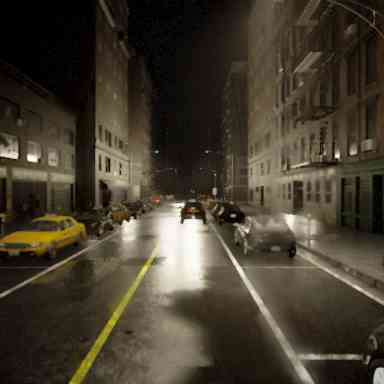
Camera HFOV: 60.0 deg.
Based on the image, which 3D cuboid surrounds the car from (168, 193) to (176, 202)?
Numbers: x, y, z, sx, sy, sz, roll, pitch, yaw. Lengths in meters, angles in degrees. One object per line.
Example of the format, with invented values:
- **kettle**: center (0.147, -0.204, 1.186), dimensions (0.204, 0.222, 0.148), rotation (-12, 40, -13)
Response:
- **car**: center (-5.393, 1.509, 76.986), dimensions (2.008, 1.369, 4.403), rotation (0, 0, 0)

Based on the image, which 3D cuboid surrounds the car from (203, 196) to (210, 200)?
- **car**: center (2.634, 1.514, 39.859), dimensions (1.752, 1.417, 4.829), rotation (0, 0, 0)

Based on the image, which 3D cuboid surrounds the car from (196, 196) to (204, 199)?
- **car**: center (0.096, 1.550, 42.366), dimensions (1.994, 1.385, 4.181), rotation (0, 0, 0)

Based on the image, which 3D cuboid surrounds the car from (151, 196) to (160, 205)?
- **car**: center (-5.391, 1.539, 39.697), dimensions (2.008, 1.369, 4.403), rotation (0, 0, 0)

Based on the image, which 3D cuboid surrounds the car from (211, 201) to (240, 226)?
- **car**: center (2.635, 1.562, 23.450), dimensions (1.947, 1.339, 4.313), rotation (0, 0, 0)

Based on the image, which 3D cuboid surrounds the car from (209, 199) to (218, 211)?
- **car**: center (2.635, 1.561, 28.863), dimensions (1.947, 1.339, 4.313), rotation (0, 0, 0)

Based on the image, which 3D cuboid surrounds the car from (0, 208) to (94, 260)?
- **car**: center (-5.389, 1.523, 12.463), dimensions (1.752, 1.417, 4.829), rotation (0, 0, 0)

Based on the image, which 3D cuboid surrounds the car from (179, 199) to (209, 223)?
- **car**: center (0.095, 1.500, 25.354), dimensions (1.837, 1.490, 4.892), rotation (0, 0, 0)

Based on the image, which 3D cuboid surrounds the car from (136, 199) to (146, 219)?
- **car**: center (-5.390, 1.577, 28.871), dimensions (1.802, 1.307, 4.206), rotation (0, 0, 0)

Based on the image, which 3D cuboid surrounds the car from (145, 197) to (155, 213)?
- **car**: center (-5.390, 1.543, 34.284), dimensions (2.008, 1.369, 4.403), rotation (0, 0, 0)

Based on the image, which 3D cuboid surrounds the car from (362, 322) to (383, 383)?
- **car**: center (2.637, 1.551, 1.800), dimensions (2.008, 1.369, 4.403), rotation (0, 0, 0)

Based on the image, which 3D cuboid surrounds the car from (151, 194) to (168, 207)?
- **car**: center (-5.391, 1.295, 50.522), dimensions (2.192, 1.841, 5.009), rotation (0, 0, 0)

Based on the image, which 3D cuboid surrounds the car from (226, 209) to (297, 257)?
- **car**: center (2.636, 1.549, 12.625), dimensions (2.008, 1.369, 4.403), rotation (0, 0, 0)

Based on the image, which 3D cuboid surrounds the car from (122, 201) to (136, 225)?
- **car**: center (-5.390, 1.521, 23.288), dimensions (1.752, 1.417, 4.829), rotation (0, 0, 0)

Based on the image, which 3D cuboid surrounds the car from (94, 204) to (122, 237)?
- **car**: center (-5.389, 1.563, 18.046), dimensions (1.947, 1.339, 4.313), rotation (0, 0, 0)

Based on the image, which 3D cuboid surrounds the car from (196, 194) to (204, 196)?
- **car**: center (2.631, 1.382, 93.341), dimensions (1.967, 1.590, 4.097), rotation (0, 0, 0)
